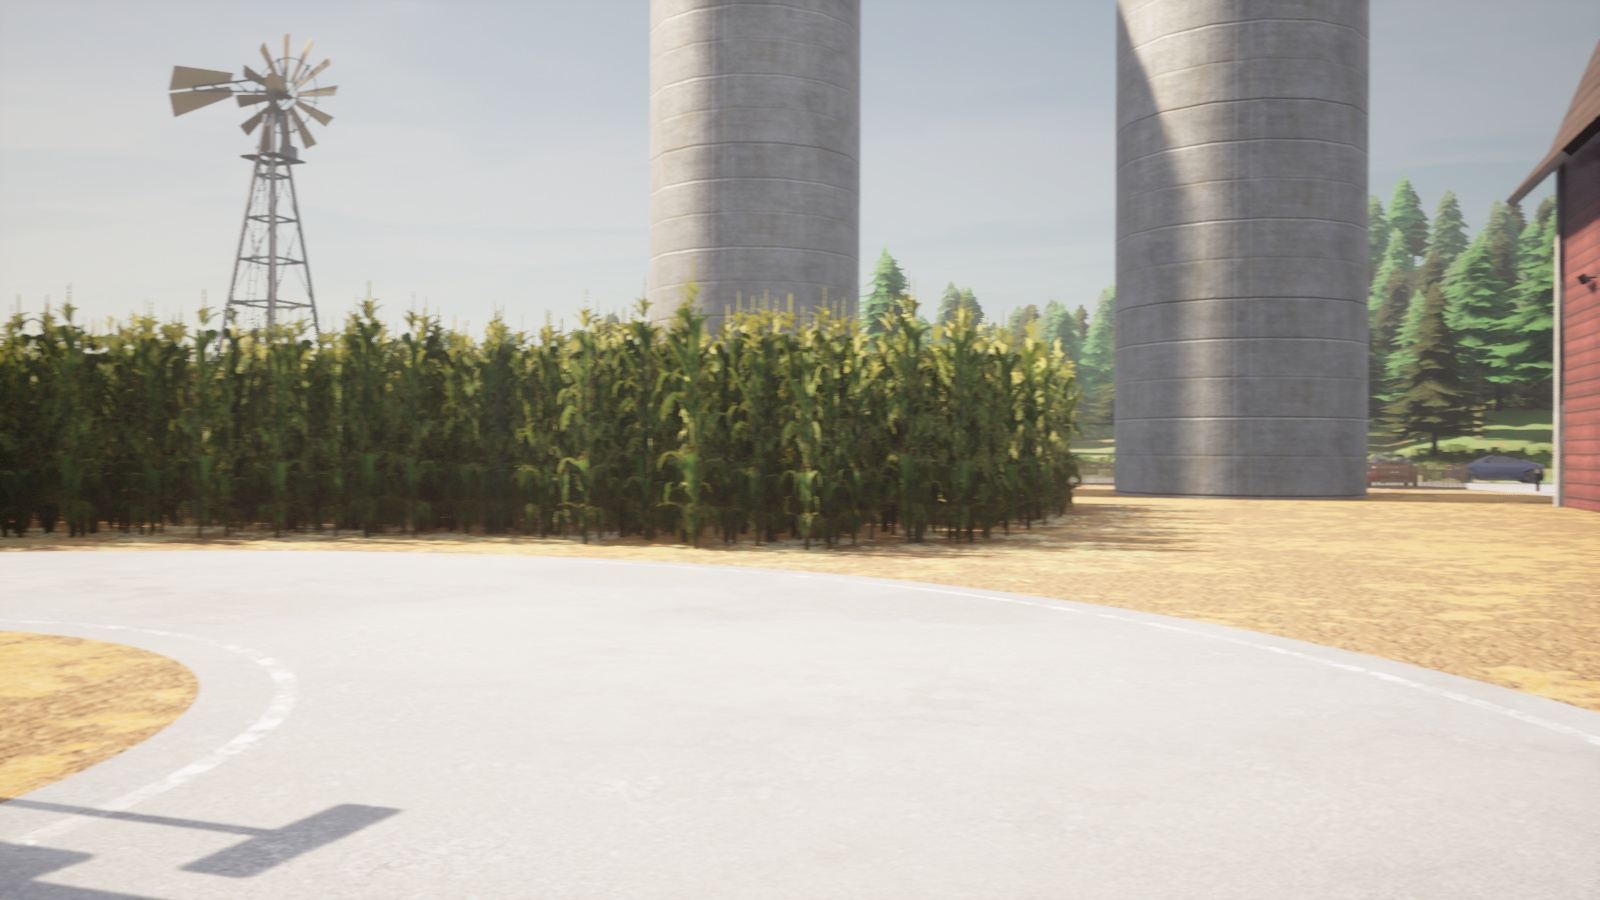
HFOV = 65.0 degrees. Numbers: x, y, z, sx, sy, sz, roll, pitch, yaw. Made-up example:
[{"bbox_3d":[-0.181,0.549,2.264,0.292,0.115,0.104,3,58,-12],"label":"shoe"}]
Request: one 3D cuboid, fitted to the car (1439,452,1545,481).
[{"bbox_3d":[33.022,0.771,60.067,4.181,1.385,1.994,0,0,20],"label":"car"}]
